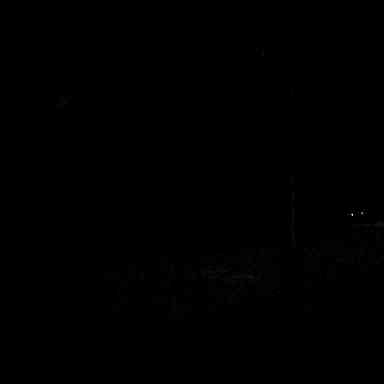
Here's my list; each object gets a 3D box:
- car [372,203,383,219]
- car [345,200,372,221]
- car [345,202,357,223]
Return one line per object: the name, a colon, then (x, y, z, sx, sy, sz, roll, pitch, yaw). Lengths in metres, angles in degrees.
car: (15.844, 1.581, 29.012, 1.947, 1.339, 4.313, 0, 0, -35)
car: (10.845, 1.209, 26.575, 2.150, 2.045, 5.566, 0, 0, -35)
car: (9.307, 1.540, 24.354, 1.947, 1.339, 4.313, 0, 0, -35)
